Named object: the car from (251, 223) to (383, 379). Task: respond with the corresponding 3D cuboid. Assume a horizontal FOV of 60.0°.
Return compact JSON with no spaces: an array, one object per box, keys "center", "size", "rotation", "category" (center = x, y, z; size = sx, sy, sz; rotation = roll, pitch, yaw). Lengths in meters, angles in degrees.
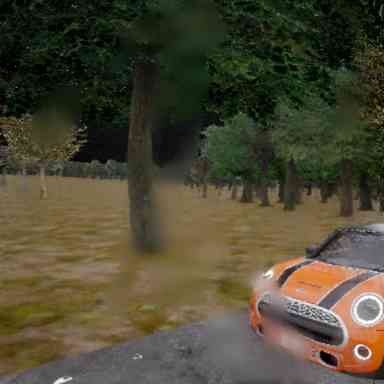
[{"center":[3.118,1.372,5.599],"size":[4.553,1.767,2.097],"rotation":[0,0,-35],"category":"car"}]
